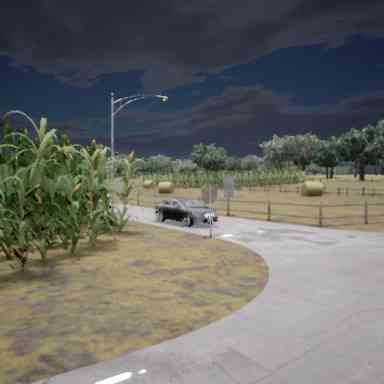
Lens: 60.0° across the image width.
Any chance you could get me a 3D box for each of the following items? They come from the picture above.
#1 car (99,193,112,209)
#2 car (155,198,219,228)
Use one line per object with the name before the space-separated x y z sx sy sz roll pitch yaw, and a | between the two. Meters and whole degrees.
car | -9.579 0.545 32.480 2.150 2.045 5.566 -1 1 -35
car | -0.422 1.122 19.526 2.128 1.511 4.902 -1 2 -35
